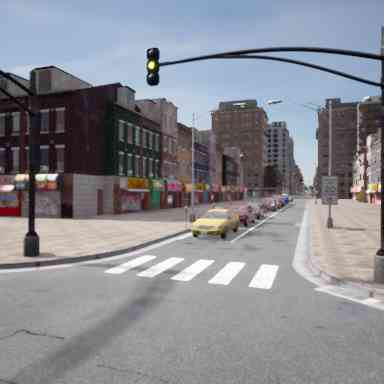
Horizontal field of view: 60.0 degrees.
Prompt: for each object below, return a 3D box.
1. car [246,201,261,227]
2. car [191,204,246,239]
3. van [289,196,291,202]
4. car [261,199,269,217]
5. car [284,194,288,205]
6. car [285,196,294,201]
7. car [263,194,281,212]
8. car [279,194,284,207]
[{"bbox_3d":[3.250,1.503,22.772,1.887,1.381,4.507,1,0,19],"label":"car"},{"bbox_3d":[1.334,1.488,17.325,1.752,1.417,4.829,1,0,19],"label":"car"},{"bbox_3d":[16.270,1.310,59.787,1.690,1.788,3.998,1,0,19],"label":"van"},{"bbox_3d":[5.109,1.537,28.061,1.802,1.307,4.206,1,0,19],"label":"car"},{"bbox_3d":[12.551,1.275,49.211,2.192,1.841,5.009,1,0,19],"label":"car"},{"bbox_3d":[23.707,1.563,80.940,1.947,1.339,4.313,1,0,19],"label":"car"},{"bbox_3d":[8.830,1.395,38.636,1.967,1.590,4.097,1,0,19],"label":"car"},{"bbox_3d":[10.690,1.397,43.923,1.967,1.590,4.097,1,0,19],"label":"car"}]
